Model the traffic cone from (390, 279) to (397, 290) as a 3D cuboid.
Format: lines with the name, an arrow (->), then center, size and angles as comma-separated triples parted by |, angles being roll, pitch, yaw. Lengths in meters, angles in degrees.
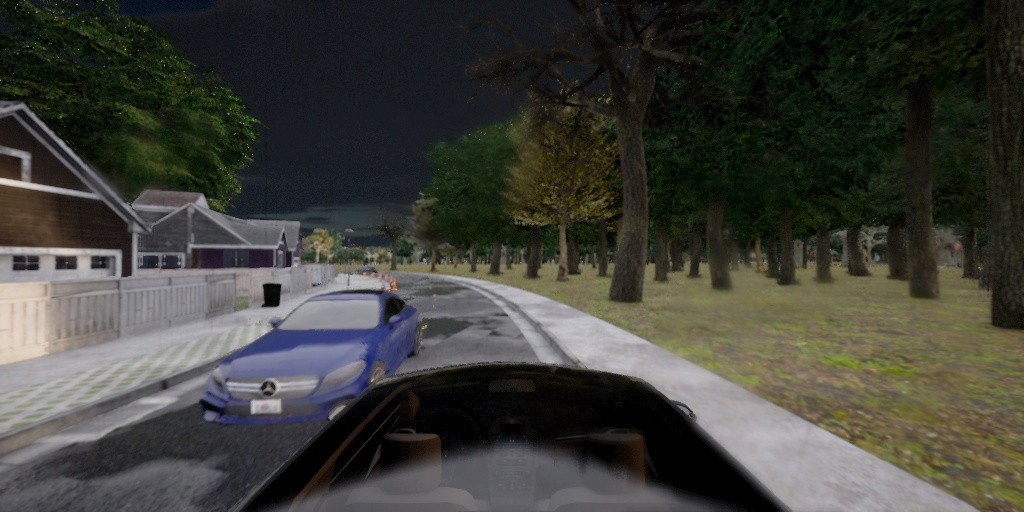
traffic cone -> -8.017, 2.013, 24.421 | 0.340, 0.580, 0.340 | 0, 0, -17

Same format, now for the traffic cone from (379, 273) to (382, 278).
traffic cone -> -15.551, 2.277, 42.316 | 0.340, 0.580, 0.340 | 0, 0, -29

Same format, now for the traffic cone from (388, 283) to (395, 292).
traffic cone -> -6.759, 1.946, 19.722 | 0.340, 0.580, 0.340 | 0, 0, -13

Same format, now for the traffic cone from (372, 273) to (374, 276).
traffic cone -> -18.033, 2.344, 46.499 | 0.340, 0.580, 0.340 | 0, 0, -32

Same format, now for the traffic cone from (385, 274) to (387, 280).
traffic cone -> -13.302, 2.211, 38.003 | 0.340, 0.580, 0.340 | 0, 0, -26

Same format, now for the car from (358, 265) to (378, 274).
car -> -22.472, 2.102, 55.815 | 1.994, 1.385, 4.181 | 1, -1, -41

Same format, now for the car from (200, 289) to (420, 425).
car -> -2.734, 1.331, 6.039 | 1.812, 1.442, 4.674 | 0, -1, -5

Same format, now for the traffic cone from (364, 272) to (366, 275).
traffic cone -> -20.740, 2.411, 50.539 | 0.340, 0.580, 0.340 | 0, 0, -35

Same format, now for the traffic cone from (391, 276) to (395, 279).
traffic cone -> -9.529, 2.079, 29.043 | 0.340, 0.580, 0.340 | 0, 0, -20
